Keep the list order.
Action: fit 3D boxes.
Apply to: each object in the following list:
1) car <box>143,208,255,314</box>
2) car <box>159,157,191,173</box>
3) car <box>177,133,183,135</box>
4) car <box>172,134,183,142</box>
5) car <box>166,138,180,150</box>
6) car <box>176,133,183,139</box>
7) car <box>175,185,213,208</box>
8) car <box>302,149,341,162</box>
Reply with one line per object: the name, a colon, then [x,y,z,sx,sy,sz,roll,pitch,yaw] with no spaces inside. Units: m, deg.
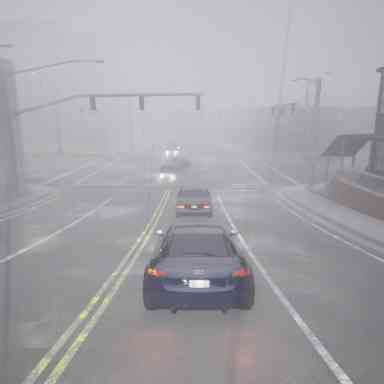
car: [0.107,1.346,7.396,1.994,1.385,4.181,0,3,0]
car: [-1.654,-2.836,33.732,1.994,1.385,4.181,5,13,23]
car: [-3.452,-12.782,78.056,2.097,1.767,4.553,0,12,0]
car: [-3.458,-10.491,68.418,2.128,1.511,4.902,0,12,0]
car: [-3.537,-8.296,58.771,1.895,1.301,4.718,0,12,-2]
car: [-3.445,-15.429,90.855,1.812,1.442,4.674,0,12,0]
car: [0.103,0.361,17.282,2.033,1.411,5.357,0,8,0]
car: [16.142,-4.552,41.363,4.674,1.442,1.812,0,12,0]
